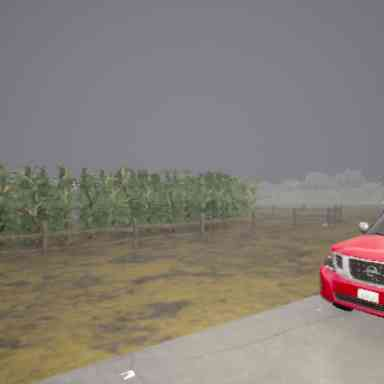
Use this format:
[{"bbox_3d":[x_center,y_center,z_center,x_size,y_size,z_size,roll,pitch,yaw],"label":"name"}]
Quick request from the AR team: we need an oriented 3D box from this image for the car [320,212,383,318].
[{"bbox_3d":[4.923,1.202,6.572,5.566,2.045,2.150,0,0,-35],"label":"car"}]
